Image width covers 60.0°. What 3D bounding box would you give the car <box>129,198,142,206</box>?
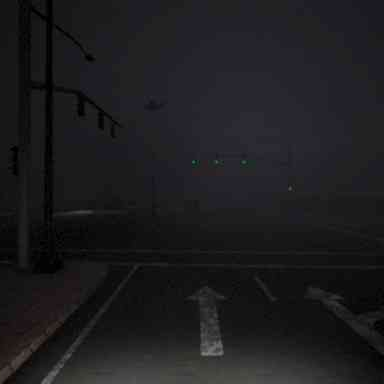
[{"bbox_3d":[-11.457,1.975,66.875,2.097,1.767,4.553,0,-1,0],"label":"car"}]

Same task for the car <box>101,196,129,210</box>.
[{"bbox_3d":[-11.550,1.692,50.418,2.150,2.045,5.566,0,-1,1],"label":"car"}]

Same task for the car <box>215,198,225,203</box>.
[{"bbox_3d":[7.170,2.181,85.488,2.033,1.411,5.357,0,-1,0],"label":"car"}]

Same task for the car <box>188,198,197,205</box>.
[{"bbox_3d":[0.099,2.212,75.115,2.128,1.511,4.902,0,-1,0],"label":"car"}]

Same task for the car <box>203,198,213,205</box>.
[{"bbox_3d":[3.600,2.286,75.203,1.895,1.301,4.718,0,-1,0],"label":"car"}]

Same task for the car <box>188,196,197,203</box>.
[{"bbox_3d":[0.170,1.996,85.503,2.097,1.767,4.553,0,-1,0],"label":"car"}]

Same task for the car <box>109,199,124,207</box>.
[{"bbox_3d":[-14.967,2.170,65.931,1.994,1.385,4.181,0,-1,1],"label":"car"}]

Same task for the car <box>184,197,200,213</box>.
[{"bbox_3d":[0.010,1.764,44.212,2.097,1.767,4.553,0,-1,0],"label":"car"}]

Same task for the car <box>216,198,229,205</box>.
[{"bbox_3d":[7.102,2.050,75.538,2.097,1.767,4.553,0,-1,0],"label":"car"}]

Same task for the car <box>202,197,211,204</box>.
[{"bbox_3d":[3.670,2.166,85.509,2.128,1.511,4.902,0,-1,0],"label":"car"}]

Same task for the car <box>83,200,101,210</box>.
[{"bbox_3d":[-15.051,1.962,50.633,2.128,1.511,4.902,0,-1,0],"label":"car"}]
